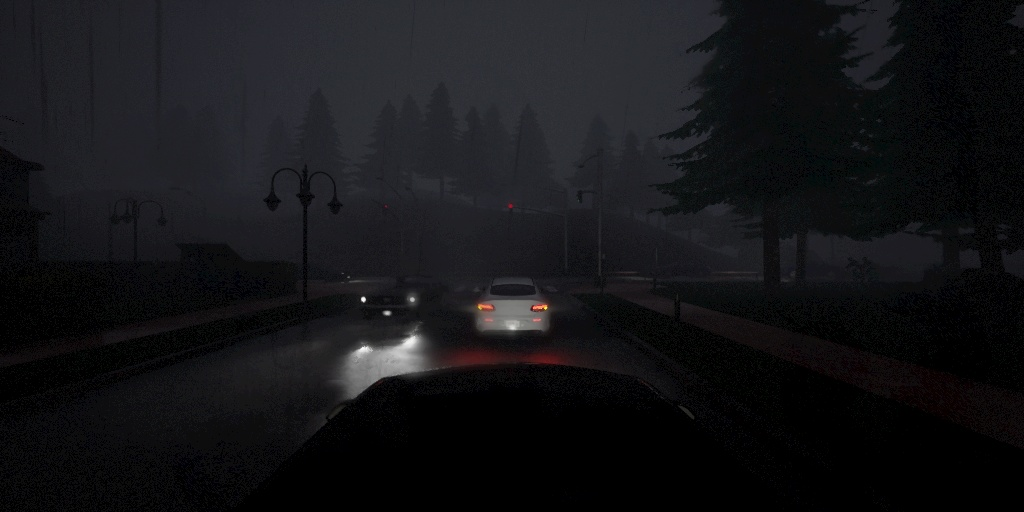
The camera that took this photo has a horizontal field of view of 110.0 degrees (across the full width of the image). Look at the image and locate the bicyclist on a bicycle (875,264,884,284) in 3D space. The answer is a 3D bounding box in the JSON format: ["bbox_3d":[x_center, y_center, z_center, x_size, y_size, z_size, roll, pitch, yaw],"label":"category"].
[{"bbox_3d":[21.781,0.893,21.954,0.582,1.620,1.656,0,0,-14],"label":"bicyclist on a bicycle"}]

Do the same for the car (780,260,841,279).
[{"bbox_3d":[24.386,1.065,29.900,5.008,1.535,1.882,0,0,0],"label":"car"}]

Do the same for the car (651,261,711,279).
[{"bbox_3d":[14.065,1.113,29.864,4.674,1.442,1.812,0,0,-1],"label":"car"}]

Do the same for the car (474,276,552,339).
[{"bbox_3d":[0.023,1.276,9.935,1.812,1.442,4.674,0,0,0],"label":"car"}]

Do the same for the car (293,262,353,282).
[{"bbox_3d":[-14.490,1.135,25.976,5.357,1.411,2.033,0,0,0],"label":"car"}]

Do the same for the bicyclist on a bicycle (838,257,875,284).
[{"bbox_3d":[21.134,0.891,22.213,0.582,1.620,1.656,0,0,-16],"label":"bicyclist on a bicycle"}]

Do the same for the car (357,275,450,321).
[{"bbox_3d":[-3.562,1.351,12.606,1.895,1.301,4.718,0,0,2],"label":"car"}]
